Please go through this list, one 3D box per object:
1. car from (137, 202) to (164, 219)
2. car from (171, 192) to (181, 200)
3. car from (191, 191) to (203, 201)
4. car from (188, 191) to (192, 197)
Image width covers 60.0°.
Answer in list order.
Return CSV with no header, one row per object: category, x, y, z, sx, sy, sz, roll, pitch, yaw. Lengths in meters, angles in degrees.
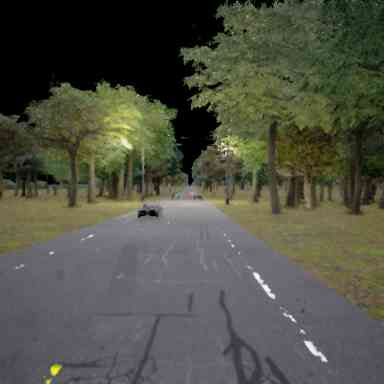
car,-3.591,1.602,29.188,1.895,1.301,4.718,0,0,0
car,-3.481,0.881,71.532,1.837,1.490,4.892,0,1,0
car,1.243,0.964,68.725,1.837,1.490,4.892,0,1,0
car,0.024,0.459,86.840,2.097,1.767,4.553,0,1,0
